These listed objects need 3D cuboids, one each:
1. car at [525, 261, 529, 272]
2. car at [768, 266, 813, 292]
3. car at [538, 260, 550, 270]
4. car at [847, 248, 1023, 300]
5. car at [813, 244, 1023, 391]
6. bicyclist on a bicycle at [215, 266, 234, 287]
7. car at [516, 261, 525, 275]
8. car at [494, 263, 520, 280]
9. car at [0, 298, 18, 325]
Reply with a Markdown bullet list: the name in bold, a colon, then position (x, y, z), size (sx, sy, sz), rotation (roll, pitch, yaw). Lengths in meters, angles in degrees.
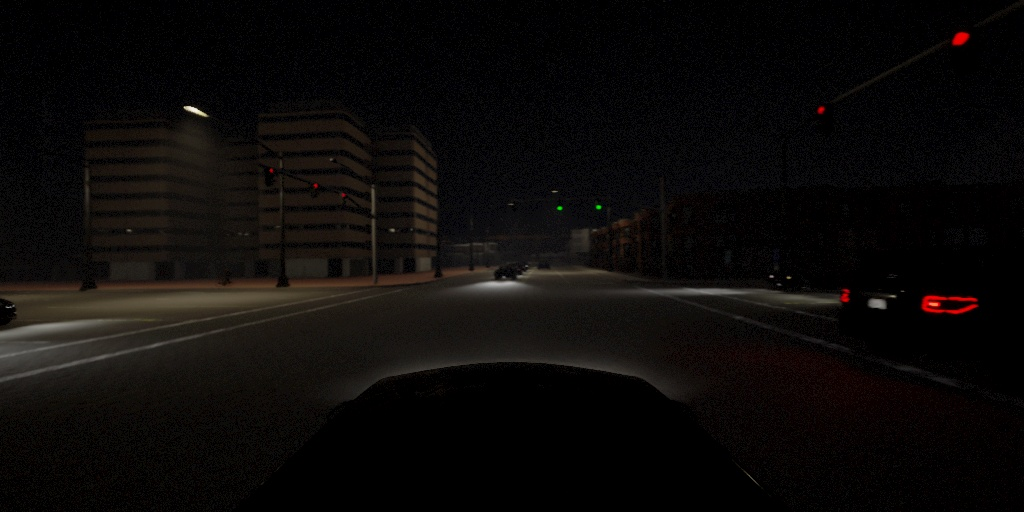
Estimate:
- **car**: position (1.175, 1.653, 53.745), size (1.812, 1.442, 4.674), rotation (-1, 0, 5)
- **car**: position (16.614, 1.179, 19.186), size (4.718, 1.301, 1.895), rotation (-1, 0, 5)
- **car**: position (5.636, 1.478, 63.621), size (2.097, 1.767, 4.553), rotation (-1, -1, 5)
- **car**: position (18.411, 0.739, 15.503), size (5.566, 2.045, 2.150), rotation (-1, 0, 5)
- **car**: position (8.738, 0.835, 5.893), size (5.566, 2.045, 2.150), rotation (-1, -1, 1)
- **bicyclist on a bicycle**: position (-22.846, 1.655, 28.506), size (0.582, 1.620, 1.656), rotation (-1, 0, 5)
- **car**: position (0.247, 1.590, 43.744), size (1.812, 1.442, 4.674), rotation (-1, 0, 5)
- **car**: position (-0.541, 1.609, 34.892), size (1.895, 1.301, 4.718), rotation (-1, 0, 5)
- **car**: position (-19.051, 1.658, 11.608), size (4.892, 1.490, 1.837), rotation (-1, 0, 5)
